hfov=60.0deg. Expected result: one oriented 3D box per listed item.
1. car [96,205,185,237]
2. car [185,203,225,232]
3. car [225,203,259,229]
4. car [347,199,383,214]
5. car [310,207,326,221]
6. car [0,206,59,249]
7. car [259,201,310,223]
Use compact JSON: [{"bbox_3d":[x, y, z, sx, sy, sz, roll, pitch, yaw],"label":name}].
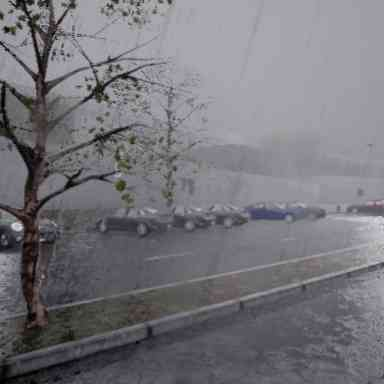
[{"bbox_3d":[-3.181,1.513,18.232,4.892,1.521,2.231,-1,0,33],"label":"car"},{"bbox_3d":[-0.839,1.513,20.035,4.892,1.521,2.231,-1,0,33],"label":"car"},{"bbox_3d":[1.489,1.515,21.861,4.892,1.521,2.231,-1,0,32],"label":"car"},{"bbox_3d":[19.924,1.667,36.831,5.008,1.535,2.097,0,-1,31],"label":"car"},{"bbox_3d":[8.389,1.533,27.445,5.008,1.535,2.097,-1,-1,31],"label":"car"},{"bbox_3d":[-7.940,1.392,14.722,4.553,1.767,2.185,-1,-1,34],"label":"car"},{"bbox_3d":[6.090,1.524,25.576,5.008,1.535,2.097,-1,-1,31],"label":"car"}]
